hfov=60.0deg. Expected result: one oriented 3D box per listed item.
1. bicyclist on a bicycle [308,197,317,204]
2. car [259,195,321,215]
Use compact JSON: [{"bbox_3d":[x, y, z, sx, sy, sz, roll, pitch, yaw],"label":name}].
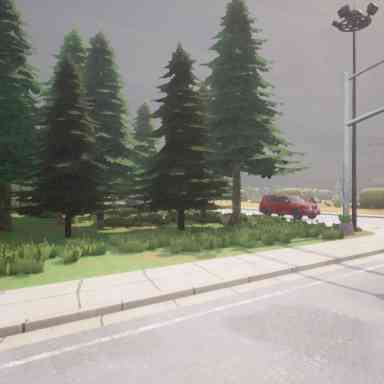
[{"bbox_3d":[12.903,1.327,35.575,1.656,1.620,0.582,0,0,-34],"label":"bicyclist on a bicycle"},{"bbox_3d":[8.346,1.248,28.993,2.150,2.045,5.566,0,0,-34],"label":"car"}]
